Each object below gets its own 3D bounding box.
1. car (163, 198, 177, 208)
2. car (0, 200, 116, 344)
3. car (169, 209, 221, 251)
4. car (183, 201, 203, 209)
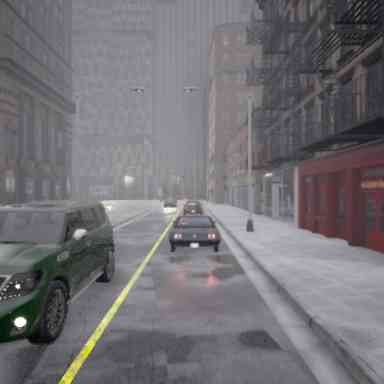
[{"bbox_3d":[-3.094,1.577,48.253,2.033,1.411,5.357,0,0,0],"label":"car"},{"bbox_3d":[-3.102,1.226,6.770,2.150,2.045,5.566,0,0,0],"label":"car"},{"bbox_3d":[0.098,1.610,14.085,1.895,1.301,4.718,0,0,0],"label":"car"},{"bbox_3d":[0.093,1.546,31.963,1.812,1.442,4.674,0,0,0],"label":"car"}]
